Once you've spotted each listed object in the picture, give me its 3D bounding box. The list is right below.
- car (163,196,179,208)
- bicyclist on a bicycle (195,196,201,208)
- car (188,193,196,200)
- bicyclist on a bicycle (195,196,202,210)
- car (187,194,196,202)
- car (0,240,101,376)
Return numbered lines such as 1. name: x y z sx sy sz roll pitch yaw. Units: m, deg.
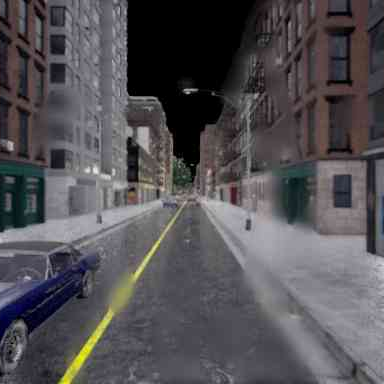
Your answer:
1. car: -3.075 1.367 48.617 2.097 1.767 4.553 0 0 0
2. bicyclist on a bicycle: 0.809 1.452 48.521 0.866 1.612 1.509 0 0 0
3. car: -0.019 1.271 92.127 2.097 1.767 4.553 0 0 0
4. bicyclist on a bicycle: 0.816 1.448 39.549 0.866 1.612 1.509 0 0 0
5. car: -0.015 1.553 75.566 1.812 1.442 4.674 0 0 0
6. car: -3.101 1.602 5.693 1.895 1.301 4.718 0 0 0
